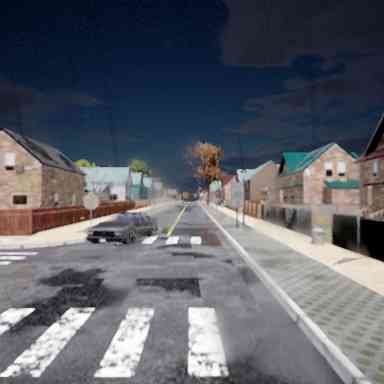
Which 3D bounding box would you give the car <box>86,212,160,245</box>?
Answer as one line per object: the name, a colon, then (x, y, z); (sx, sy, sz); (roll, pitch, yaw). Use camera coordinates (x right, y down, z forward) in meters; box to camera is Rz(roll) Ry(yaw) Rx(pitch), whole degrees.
car: (-3.277, 1.748, 17.090); (2.033, 1.411, 5.357); (0, -1, 14)
